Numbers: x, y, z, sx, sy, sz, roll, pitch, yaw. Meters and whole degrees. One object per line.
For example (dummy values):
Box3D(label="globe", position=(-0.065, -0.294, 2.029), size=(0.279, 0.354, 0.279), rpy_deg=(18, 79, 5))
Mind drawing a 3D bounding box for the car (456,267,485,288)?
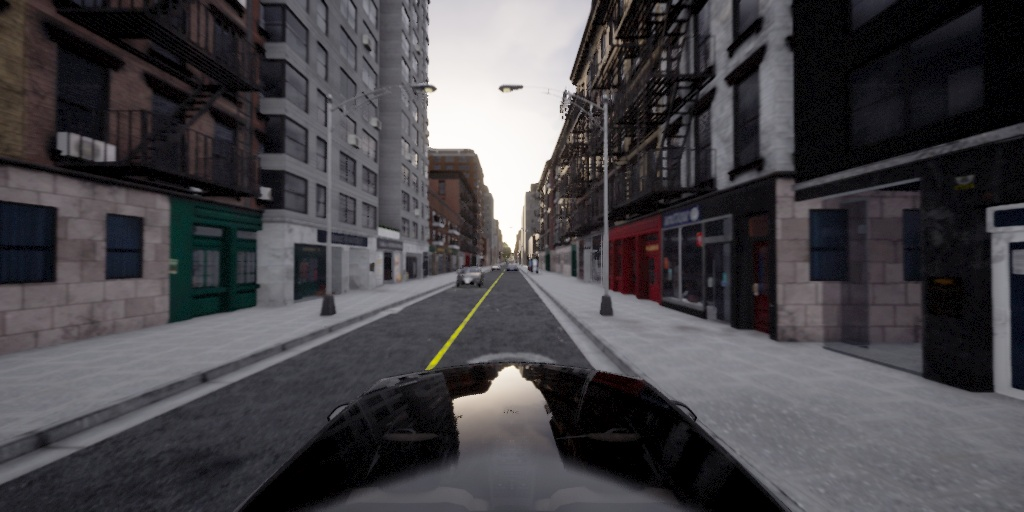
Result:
Box3D(label="car", position=(-3.102, 1.567, 27.451), size=(2.128, 1.511, 4.902), rpy_deg=(0, -1, 0))

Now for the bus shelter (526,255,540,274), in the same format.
Box3D(label="bus shelter", position=(3.129, 1.302, 51.666), size=(1.920, 2.740, 3.880), rpy_deg=(0, 0, 0))

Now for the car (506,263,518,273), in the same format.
Box3D(label="car", position=(-0.003, 2.107, 61.559), size=(1.994, 1.385, 4.181), rpy_deg=(0, -1, 0))

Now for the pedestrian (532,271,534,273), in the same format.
Box3D(label="pedestrian", position=(3.129, 1.605, 54.246), size=(0.375, 1.860, 0.375), rpy_deg=(0, -1, -10))
